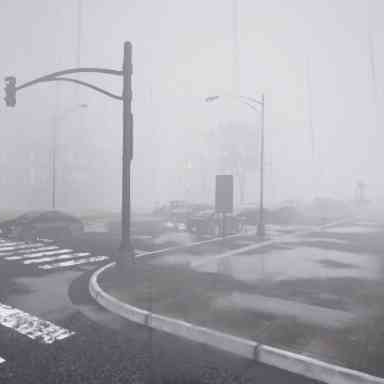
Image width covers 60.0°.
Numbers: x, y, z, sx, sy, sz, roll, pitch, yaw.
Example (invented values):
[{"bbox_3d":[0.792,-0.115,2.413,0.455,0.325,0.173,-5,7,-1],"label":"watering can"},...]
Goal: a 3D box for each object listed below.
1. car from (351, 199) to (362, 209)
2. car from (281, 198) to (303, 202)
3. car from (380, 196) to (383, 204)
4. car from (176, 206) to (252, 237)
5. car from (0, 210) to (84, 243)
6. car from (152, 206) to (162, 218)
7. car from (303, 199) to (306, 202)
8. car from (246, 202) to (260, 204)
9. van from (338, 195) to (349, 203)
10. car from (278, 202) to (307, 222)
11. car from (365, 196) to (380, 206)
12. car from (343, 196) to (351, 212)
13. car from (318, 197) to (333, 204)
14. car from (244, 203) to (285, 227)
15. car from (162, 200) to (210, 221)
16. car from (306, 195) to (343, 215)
[{"bbox_3d":[24.900,1.773,51.291,1.967,1.590,4.097,1,0,36],"label":"car"},{"bbox_3d":[12.868,1.709,44.597,1.812,1.442,4.674,1,0,37],"label":"car"},{"bbox_3d":[41.333,1.784,73.660,2.192,1.841,5.009,1,0,36],"label":"car"},{"bbox_3d":[1.413,1.696,19.100,2.008,1.369,4.403,1,0,36],"label":"car"},{"bbox_3d":[-7.478,1.587,16.540,1.994,1.385,4.181,1,0,33],"label":"car"},{"bbox_3d":[-1.675,1.481,29.485,1.967,1.590,4.097,1,0,36],"label":"car"},{"bbox_3d":[18.044,1.727,56.114,1.752,1.417,4.829,1,0,36],"label":"car"},{"bbox_3d":[6.695,1.734,36.272,1.895,1.301,4.718,1,0,36],"label":"car"},{"bbox_3d":[37.864,1.706,83.093,1.690,1.788,3.998,1,0,36],"label":"van"},{"bbox_3d":[7.902,1.779,27.935,1.802,1.307,4.206,1,0,36],"label":"car"},{"bbox_3d":[34.859,1.941,64.849,1.752,1.417,4.829,1,0,36],"label":"car"},{"bbox_3d":[18.370,1.721,42.315,1.967,1.590,4.097,1,0,36],"label":"car"},{"bbox_3d":[28.003,1.849,69.672,1.947,1.339,4.313,1,0,36],"label":"car"},{"bbox_3d":[4.658,1.737,23.518,1.947,1.339,4.313,1,0,36],"label":"car"},{"bbox_3d":[0.264,1.629,27.530,2.033,1.411,5.357,1,0,36],"label":"car"},{"bbox_3d":[15.111,1.569,37.821,2.192,1.841,5.009,1,0,36],"label":"car"}]
